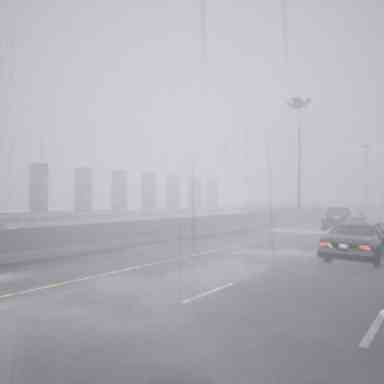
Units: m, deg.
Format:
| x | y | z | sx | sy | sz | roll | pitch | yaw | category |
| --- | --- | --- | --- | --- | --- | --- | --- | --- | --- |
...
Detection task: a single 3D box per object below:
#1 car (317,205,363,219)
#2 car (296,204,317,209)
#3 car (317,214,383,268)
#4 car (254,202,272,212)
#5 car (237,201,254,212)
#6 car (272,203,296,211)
| x | y | z | sx | sy | sz | roll | pitch | yaw | category |
| --- | --- | --- | --- | --- | --- | --- | --- | --- | --- |
| 10.860 | 1.798 | 23.605 | 2.097 | 1.767 | 4.553 | -1 | -1 | 39 | car |
| 17.888 | 2.481 | 49.939 | 2.033 | 1.411 | 5.357 | -1 | -1 | 38 | car |
| 6.330 | 1.785 | 12.406 | 2.033 | 1.411 | 5.357 | -1 | -1 | 39 | car |
| 12.427 | 2.512 | 54.312 | 1.837 | 1.490 | 4.892 | -1 | -2 | 38 | car |
| 9.511 | 2.387 | 56.256 | 2.097 | 1.767 | 4.553 | -1 | -1 | 38 | car |
| 14.918 | 2.511 | 51.816 | 2.033 | 1.411 | 5.357 | -1 | -1 | 38 | car |
